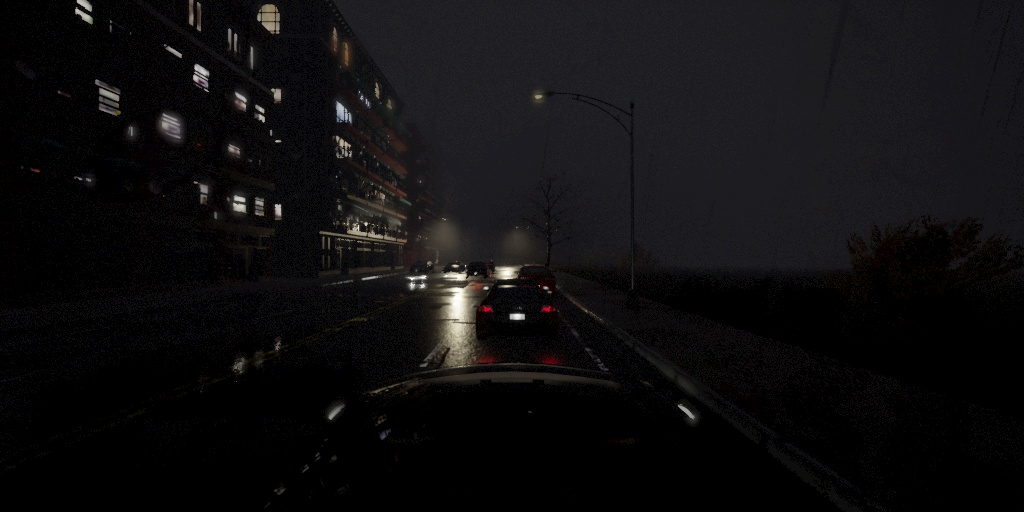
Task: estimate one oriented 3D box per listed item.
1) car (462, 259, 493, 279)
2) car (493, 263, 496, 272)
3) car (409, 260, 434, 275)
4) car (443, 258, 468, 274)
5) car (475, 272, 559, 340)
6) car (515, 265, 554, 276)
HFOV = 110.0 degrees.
[{"bbox_3d":[-3.106,1.254,33.172,1.837,1.490,4.892,0,-1,0],"label":"car"},{"bbox_3d":[-3.090,1.243,44.911,2.128,1.511,4.902,0,0,0],"label":"car"},{"bbox_3d":[-9.798,1.243,39.260,2.128,1.511,4.902,0,0,0],"label":"car"},{"bbox_3d":[-6.545,1.298,41.072,2.033,1.411,5.357,0,0,0],"label":"car"},{"bbox_3d":[0.113,1.315,9.957,1.994,1.385,4.181,0,0,0],"label":"car"},{"bbox_3d":[1.161,1.230,18.876,1.882,1.535,5.008,0,0,0],"label":"car"}]
